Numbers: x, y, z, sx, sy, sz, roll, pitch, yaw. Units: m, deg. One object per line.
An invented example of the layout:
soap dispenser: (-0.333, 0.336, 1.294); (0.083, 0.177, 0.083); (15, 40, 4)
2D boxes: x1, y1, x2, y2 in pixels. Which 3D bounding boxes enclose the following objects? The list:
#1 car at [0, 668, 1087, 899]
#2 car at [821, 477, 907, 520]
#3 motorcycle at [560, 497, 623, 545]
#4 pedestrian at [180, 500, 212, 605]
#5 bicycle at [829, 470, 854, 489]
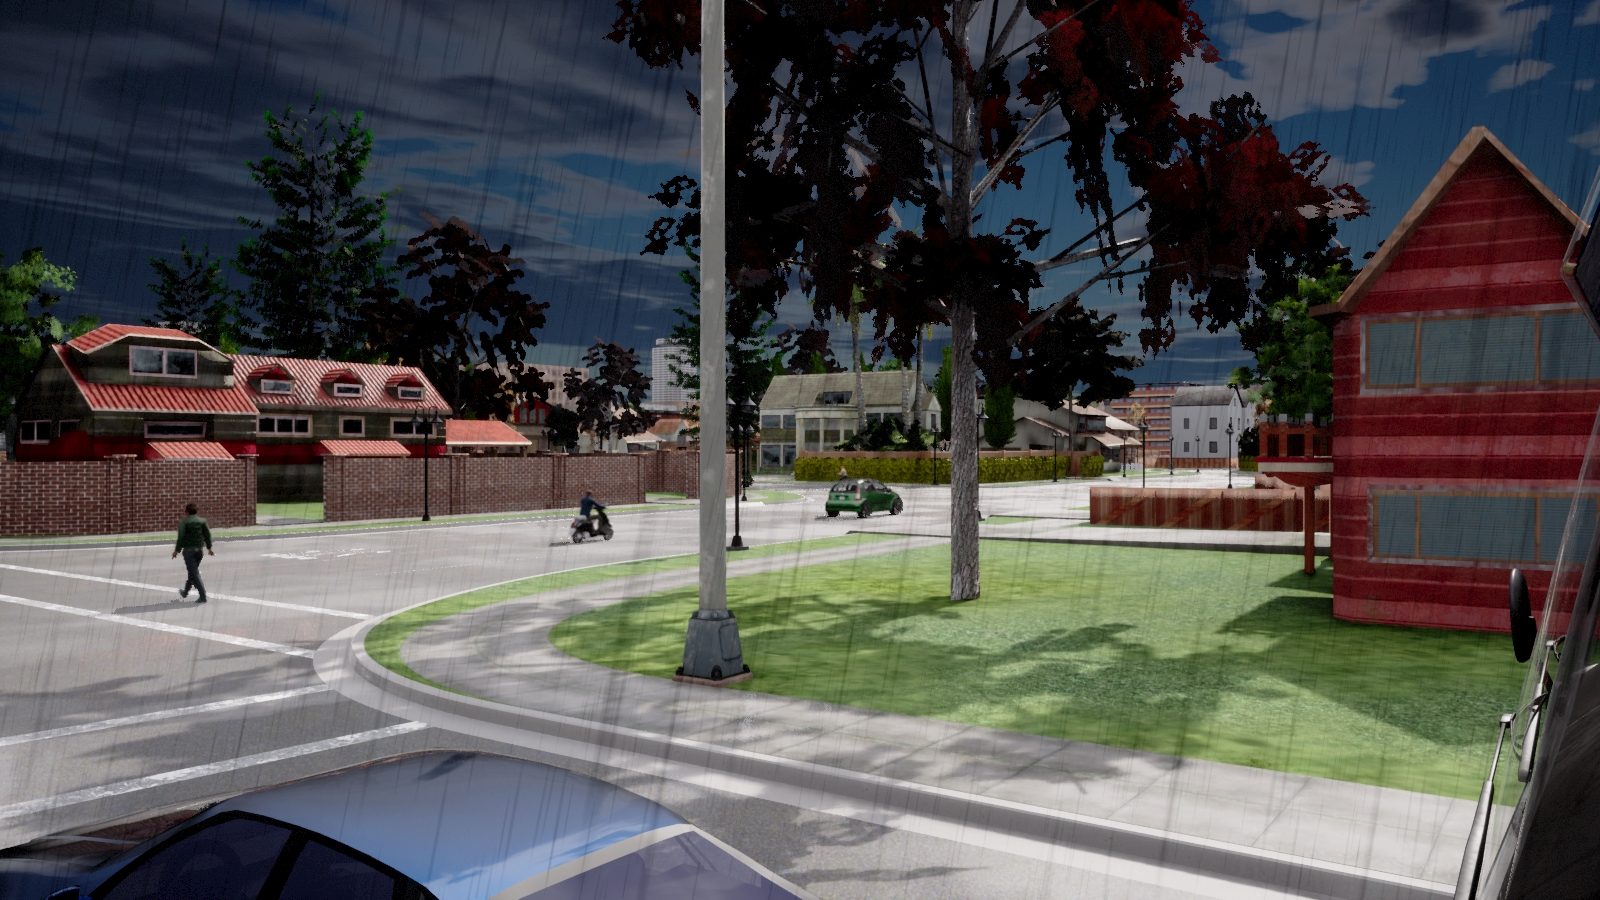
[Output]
car: (-1.713, 2.106, 4.943); (5.357, 1.411, 2.033); (0, 0, 36)
car: (2.743, 1.999, 48.181); (1.851, 1.617, 3.988); (0, 0, 33)
motorcycle: (-6.311, 2.129, 34.586); (0.856, 1.341, 1.805); (0, 0, 34)
pedestrian: (-10.966, 1.848, 20.731); (0.375, 1.860, 0.375); (0, 0, 32)
bicycle: (2.837, 2.016, 78.237); (1.487, 1.301, 0.859); (0, 0, 33)
